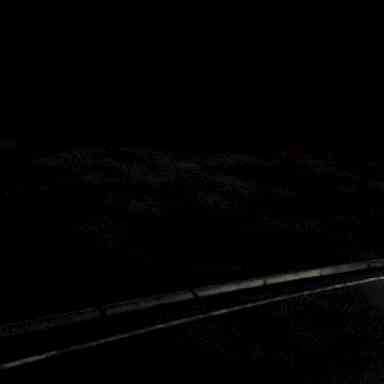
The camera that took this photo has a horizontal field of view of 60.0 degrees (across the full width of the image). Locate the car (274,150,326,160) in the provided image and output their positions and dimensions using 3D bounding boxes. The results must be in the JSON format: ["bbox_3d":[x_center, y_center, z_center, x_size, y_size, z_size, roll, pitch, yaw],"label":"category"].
[{"bbox_3d":[10.458,-3.438,33.619,5.008,1.535,2.097,2,-2,-14],"label":"car"}]

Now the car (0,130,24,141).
[{"bbox_3d":[-16.453,-4.508,27.794,4.553,1.767,2.185,2,-2,-11],"label":"car"}]

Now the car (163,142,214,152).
[{"bbox_3d":[-0.335,-3.856,31.076,4.892,1.521,2.231,2,-2,-12],"label":"car"}]

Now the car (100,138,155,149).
[{"bbox_3d":[-5.740,-4.041,29.969,4.892,1.521,2.231,2,-2,-11],"label":"car"}]

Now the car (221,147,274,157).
[{"bbox_3d":[5.074,-3.611,32.288,4.674,1.452,2.002,2,-2,-13],"label":"car"}]

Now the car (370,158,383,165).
[{"bbox_3d":[21.276,-2.969,36.677,4.792,1.488,2.163,2,-2,-16],"label":"car"}]

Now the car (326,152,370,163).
[{"bbox_3d":[15.791,-3.349,35.060,4.553,1.767,2.185,2,-2,-15],"label":"car"}]
